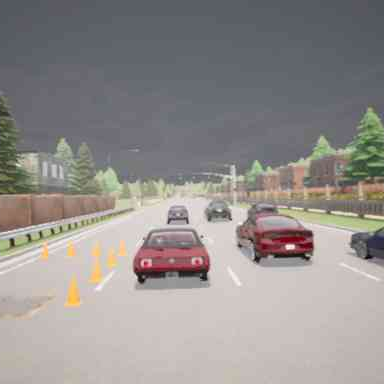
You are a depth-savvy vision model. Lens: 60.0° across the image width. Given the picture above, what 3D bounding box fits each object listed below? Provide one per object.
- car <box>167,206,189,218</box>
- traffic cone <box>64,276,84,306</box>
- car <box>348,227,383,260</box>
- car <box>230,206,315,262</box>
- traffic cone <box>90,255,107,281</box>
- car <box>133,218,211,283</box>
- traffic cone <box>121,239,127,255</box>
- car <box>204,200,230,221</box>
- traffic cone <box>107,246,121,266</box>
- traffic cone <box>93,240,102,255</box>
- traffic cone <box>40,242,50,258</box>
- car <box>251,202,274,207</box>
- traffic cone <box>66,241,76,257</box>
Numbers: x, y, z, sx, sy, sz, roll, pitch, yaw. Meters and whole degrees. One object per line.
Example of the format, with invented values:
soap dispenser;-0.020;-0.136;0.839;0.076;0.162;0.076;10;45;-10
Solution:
car;-1.204;1.888;28.967;2.033;1.411;5.357;-2;-1;-2
traffic cone;-2.556;2.105;7.188;0.340;0.580;0.340;-2;-1;-2
car;6.476;1.461;9.225;2.033;1.411;5.357;-2;-1;-2
car;2.863;1.528;12.457;1.882;1.535;5.008;-2;-1;-2
traffic cone;-2.625;2.129;9.187;0.340;0.580;0.340;-2;-1;-2
car;-0.555;1.725;10.157;1.895;1.301;4.718;-2;-1;-2
traffic cone;-2.762;2.175;13.184;0.340;0.580;0.340;-2;-1;-2
car;2.256;1.606;30.017;2.097;1.767;4.553;-2;0;-2
traffic cone;-2.694;2.152;11.185;0.340;0.580;0.340;-2;-1;-2
traffic cone;-3.761;2.203;13.149;0.340;0.580;0.340;-2;-1;-2
traffic cone;-5.759;2.259;13.080;0.340;0.580;0.340;-2;-1;-2
car;5.836;1.633;27.829;1.837;1.490;4.892;-2;-1;-2
traffic cone;-4.760;2.231;13.115;0.340;0.580;0.340;-2;-1;-2
